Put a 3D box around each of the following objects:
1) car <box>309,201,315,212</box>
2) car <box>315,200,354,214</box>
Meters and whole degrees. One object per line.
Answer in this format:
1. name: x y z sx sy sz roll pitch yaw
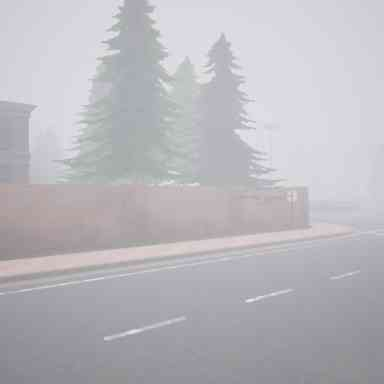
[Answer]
1. car: 10.572 1.505 36.562 1.837 1.490 4.892 0 0 -35
2. car: 14.833 1.547 36.600 2.033 1.411 5.357 0 0 -35
